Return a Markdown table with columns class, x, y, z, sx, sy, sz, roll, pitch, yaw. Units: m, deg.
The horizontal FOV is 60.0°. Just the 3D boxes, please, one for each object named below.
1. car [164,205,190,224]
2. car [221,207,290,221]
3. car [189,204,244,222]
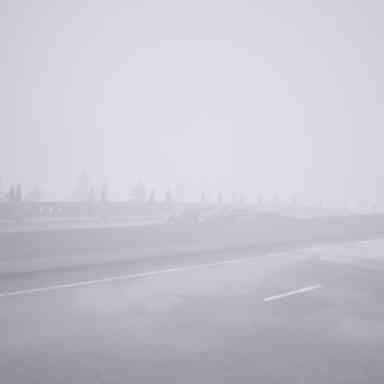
| class | x | y | z | sx | sy | sz | roll | pitch | yaw |
| --- | --- | --- | --- | --- | --- | --- | --- | --- | --- |
| car | 0.189 | 1.713 | 25.661 | 4.902 | 1.511 | 2.128 | 1 | -1 | -36 |
| car | 4.151 | 1.770 | 19.888 | 4.181 | 1.385 | 1.994 | 1 | -1 | -36 |
| car | 2.589 | 1.711 | 23.075 | 4.902 | 1.511 | 2.128 | 1 | -1 | -36 |
